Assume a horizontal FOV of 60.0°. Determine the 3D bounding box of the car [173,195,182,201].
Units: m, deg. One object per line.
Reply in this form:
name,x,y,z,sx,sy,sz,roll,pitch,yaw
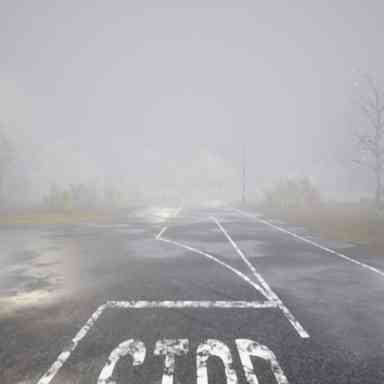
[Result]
car,-3.258,1.421,77.937,2.033,1.411,5.357,0,0,2
